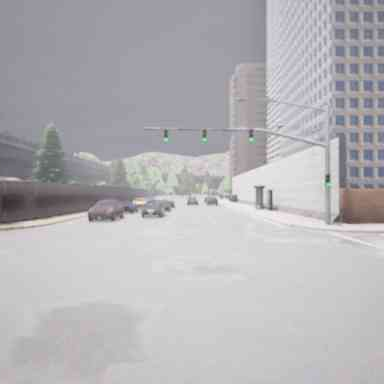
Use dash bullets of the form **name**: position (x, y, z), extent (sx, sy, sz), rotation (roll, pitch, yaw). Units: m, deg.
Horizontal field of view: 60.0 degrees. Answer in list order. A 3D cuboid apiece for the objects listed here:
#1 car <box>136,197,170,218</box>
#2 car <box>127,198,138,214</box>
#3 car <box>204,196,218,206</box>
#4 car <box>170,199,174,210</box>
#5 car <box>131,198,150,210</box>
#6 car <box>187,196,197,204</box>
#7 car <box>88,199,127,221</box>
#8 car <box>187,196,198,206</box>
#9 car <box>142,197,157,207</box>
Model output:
- **car**: position (-3.590, 1.553, 31.317), extent (2.128, 1.511, 4.902), rotation (0, 0, 0)
- **car**: position (-7.095, 1.677, 36.713), extent (1.895, 1.301, 4.718), rotation (0, 0, 0)
- **car**: position (3.596, 1.628, 58.988), extent (1.837, 1.490, 4.892), rotation (0, 0, 0)
- **car**: position (-3.600, 1.646, 40.236), extent (1.994, 1.385, 4.181), rotation (0, 0, -1)
- **car**: position (-7.091, 1.576, 46.229), extent (1.882, 1.535, 5.008), rotation (0, 0, 0)
- **car**: position (-0.001, 1.627, 69.508), extent (1.882, 1.535, 5.008), rotation (0, 0, 0)
- **car**: position (-7.095, 1.407, 27.728), extent (2.097, 1.767, 4.553), rotation (0, 0, 0)
- **car**: position (0.106, 1.690, 59.560), extent (1.994, 1.385, 4.181), rotation (0, 0, -1)
- **car**: position (-7.067, 1.600, 56.302), extent (1.882, 1.535, 5.008), rotation (0, 0, 1)
